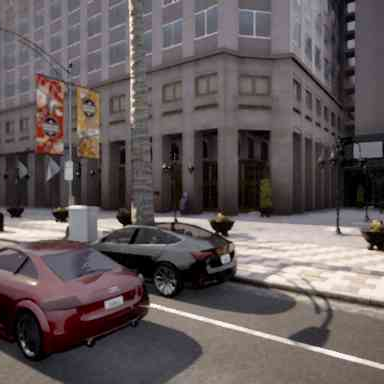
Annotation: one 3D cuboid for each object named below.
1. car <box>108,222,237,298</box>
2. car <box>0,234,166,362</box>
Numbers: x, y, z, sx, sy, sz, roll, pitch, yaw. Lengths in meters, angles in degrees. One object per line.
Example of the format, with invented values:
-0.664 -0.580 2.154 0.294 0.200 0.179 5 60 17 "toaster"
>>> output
-1.175 1.511 8.628 4.786 1.482 2.161 0 0 35 "car"
-2.752 1.561 5.956 4.181 1.385 1.994 0 0 36 "car"
